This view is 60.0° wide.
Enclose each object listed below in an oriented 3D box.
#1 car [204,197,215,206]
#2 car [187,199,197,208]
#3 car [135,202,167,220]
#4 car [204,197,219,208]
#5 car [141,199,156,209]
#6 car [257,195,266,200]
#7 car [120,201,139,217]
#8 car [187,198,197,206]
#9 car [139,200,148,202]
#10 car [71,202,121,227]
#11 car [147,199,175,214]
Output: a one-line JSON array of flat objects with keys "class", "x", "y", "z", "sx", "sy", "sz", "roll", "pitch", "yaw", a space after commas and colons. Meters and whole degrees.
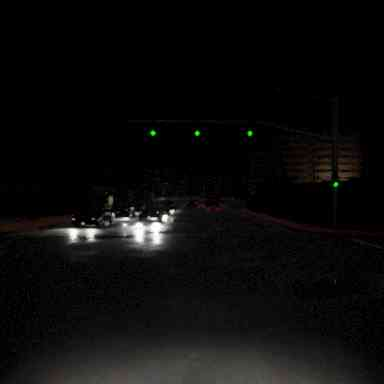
[{"class": "car", "x": 3.511, "y": 1.808, "z": 66.951, "sx": 2.097, "sy": 1.767, "sz": 4.553, "roll": 0, "pitch": 0, "yaw": 0}, {"class": "car", "x": 0.009, "y": 1.928, "z": 56.705, "sx": 2.033, "sy": 1.411, "sz": 5.357, "roll": 0, "pitch": 0, "yaw": 0}, {"class": "car", "x": -3.594, "y": 1.802, "z": 29.903, "sx": 1.895, "sy": 1.301, "sz": 4.718, "roll": 0, "pitch": 0, "yaw": 0}, {"class": "car", "x": 3.509, "y": 1.734, "z": 56.996, "sx": 2.097, "sy": 1.767, "sz": 4.553, "roll": 0, "pitch": 0, "yaw": 0}, {"class": "car", "x": -6.991, "y": 1.926, "z": 54.018, "sx": 1.994, "sy": 1.385, "sz": 4.181, "roll": 0, "pitch": 0, "yaw": 0}, {"class": "car", "x": 17.801, "y": 1.673, "z": 76.978, "sx": 3.866, "sy": 1.878, "sz": 1.905, "roll": 0, "pitch": 0, "yaw": -2}, {"class": "car", "x": -7.087, "y": 1.735, "z": 34.300, "sx": 1.837, "sy": 1.490, "sz": 4.892, "roll": 0, "pitch": 0, "yaw": 0}, {"class": "car", "x": 0.011, "y": 2.015, "z": 66.978, "sx": 1.994, "sy": 1.385, "sz": 4.181, "roll": 0, "pitch": 0, "yaw": 0}, {"class": "car", "x": -7.056, "y": 1.844, "z": 44.099, "sx": 2.033, "sy": 1.411, "sz": 5.357, "roll": 0, "pitch": 0, "yaw": 0}, {"class": "car", "x": -7.137, "y": 1.713, "z": 24.658, "sx": 2.033, "sy": 1.411, "sz": 5.357, "roll": 0, "pitch": 0, "yaw": 2}, {"class": "car", "x": -3.577, "y": 1.755, "z": 39.221, "sx": 2.128, "sy": 1.511, "sz": 4.902, "roll": 0, "pitch": 0, "yaw": 0}]
